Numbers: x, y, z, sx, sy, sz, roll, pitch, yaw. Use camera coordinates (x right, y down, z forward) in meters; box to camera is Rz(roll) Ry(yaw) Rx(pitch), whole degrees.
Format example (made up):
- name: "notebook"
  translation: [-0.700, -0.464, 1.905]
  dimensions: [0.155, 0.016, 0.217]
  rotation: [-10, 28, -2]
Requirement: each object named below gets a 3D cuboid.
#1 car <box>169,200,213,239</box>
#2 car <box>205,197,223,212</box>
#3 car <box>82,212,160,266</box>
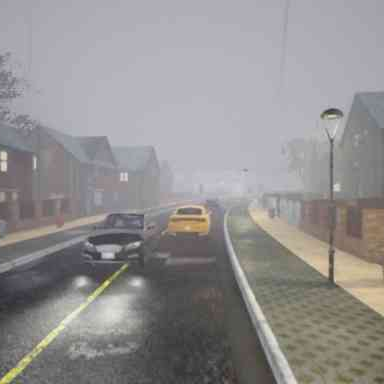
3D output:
- name: "car"
  translation: [-0.017, 1.427, 17.191]
  dimensions: [1.882, 1.535, 5.008]
  rotation: [0, 0, 4]
- name: "car"
  translation: [2.273, 1.297, 36.602]
  dimensions: [2.128, 1.511, 4.902]
  rotation: [0, 0, 9]
- name: "car"
  translation: [-2.246, 1.466, 11.509]
  dimensions: [2.128, 1.511, 4.902]
  rotation: [0, 0, 1]
